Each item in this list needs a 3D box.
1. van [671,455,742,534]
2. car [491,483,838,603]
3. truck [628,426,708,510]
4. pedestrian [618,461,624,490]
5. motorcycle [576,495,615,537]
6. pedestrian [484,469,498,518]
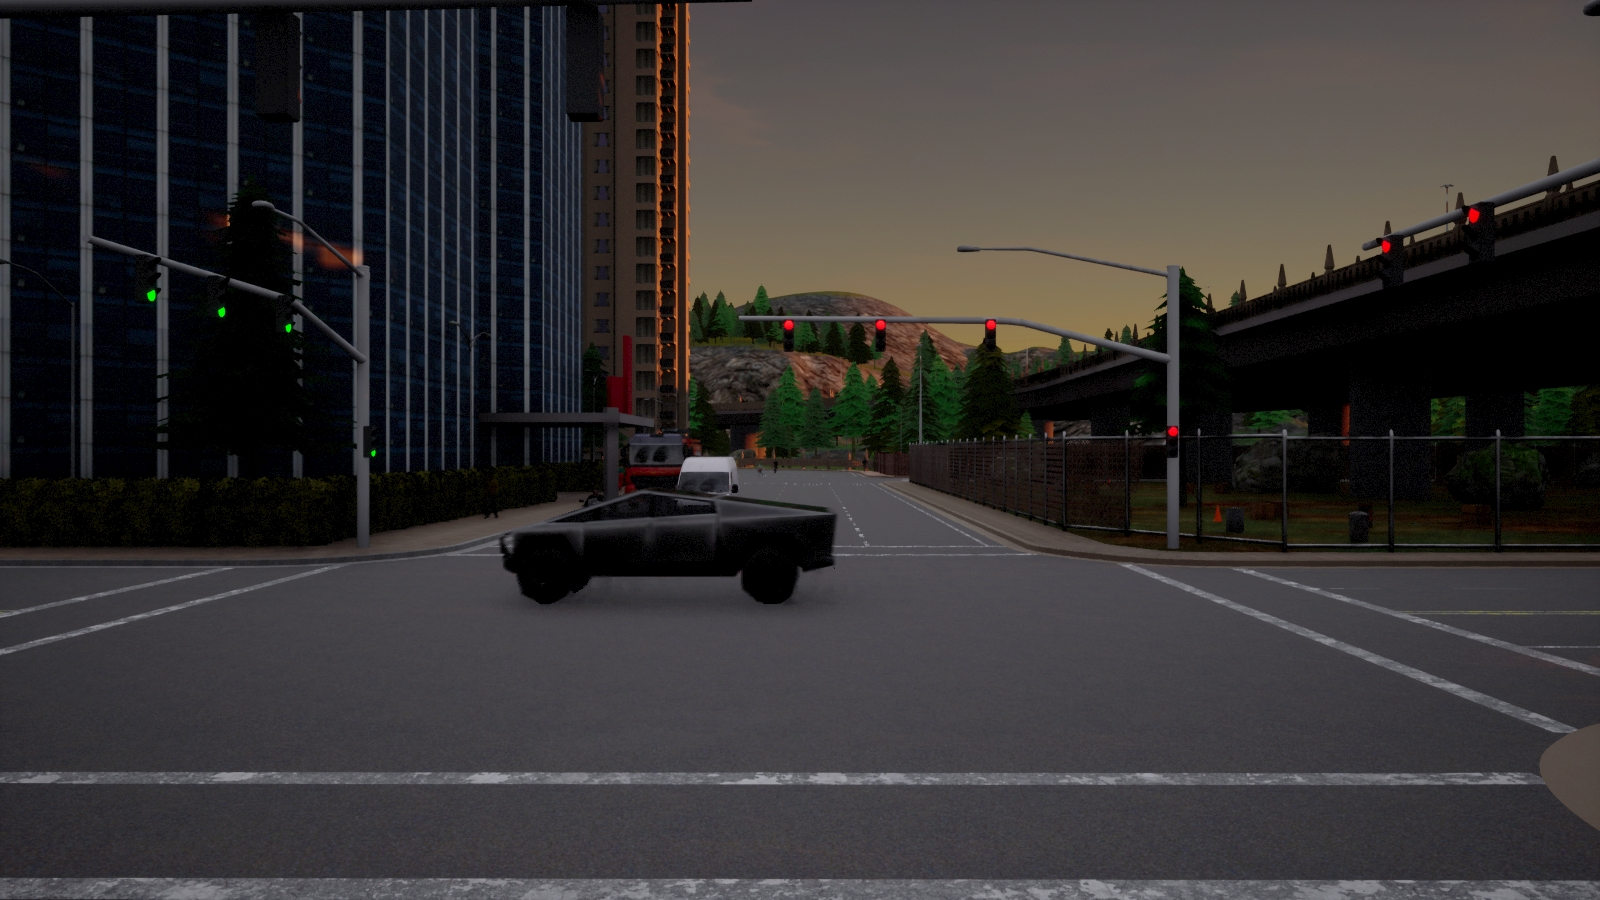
[{"bbox_3d":[-3.226,1.479,40.346,1.988,2.561,5.915,0,0,0],"label":"van"},{"bbox_3d":[-2.449,1.727,21.882,6.274,2.098,2.390,0,0,0],"label":"car"},{"bbox_3d":[-6.359,0.835,56.312,2.891,3.827,8.468,0,0,0],"label":"truck"},{"bbox_3d":[-11.553,1.641,73.726,0.375,1.860,0.375,0,0,-1],"label":"pedestrian"},{"bbox_3d":[-6.735,2.150,37.693,0.867,1.251,2.209,0,0,0],"label":"motorcycle"},{"bbox_3d":[-11.732,1.642,43.410,0.375,1.860,0.375,0,0,15],"label":"pedestrian"}]
